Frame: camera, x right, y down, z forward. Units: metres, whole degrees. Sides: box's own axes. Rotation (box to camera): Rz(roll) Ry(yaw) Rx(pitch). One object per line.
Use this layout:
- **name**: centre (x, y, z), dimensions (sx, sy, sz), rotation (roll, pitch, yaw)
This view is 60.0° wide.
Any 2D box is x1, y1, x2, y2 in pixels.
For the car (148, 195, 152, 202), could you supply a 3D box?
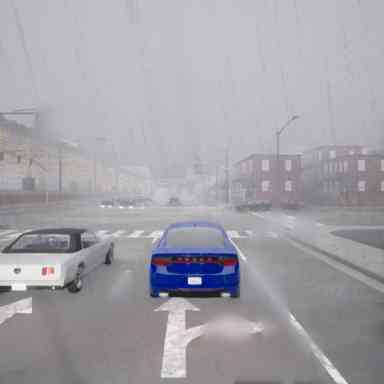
- **car**: centre (-10.417, 1.478, 76.990), dimensions (1.882, 1.535, 5.008), rotation (0, 0, 0)

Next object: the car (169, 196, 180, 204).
- **car**: centre (-3.331, 1.505, 63.892), dimensions (1.837, 1.490, 4.892), rotation (0, 0, 0)

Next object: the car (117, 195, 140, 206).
- **car**: centre (-10.520, 1.352, 55.033), dimensions (2.097, 1.767, 4.553), rotation (0, 0, 0)

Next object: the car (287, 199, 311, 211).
- **car**: centre (11.292, 1.547, 39.689), dimensions (5.357, 1.411, 2.033), rotation (0, 0, 3)

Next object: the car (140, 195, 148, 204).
- **car**: centre (-10.457, 1.507, 65.890), dimensions (1.837, 1.490, 4.892), rotation (0, 0, 1)

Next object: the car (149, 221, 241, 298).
- **car**: centre (0.075, 1.478, 8.571), dimensions (1.882, 1.535, 5.008), rotation (0, 0, 1)

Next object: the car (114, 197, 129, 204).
- **car**: centre (-13.950, 1.601, 65.946), dimensions (1.895, 1.301, 4.718), rotation (0, 0, 1)

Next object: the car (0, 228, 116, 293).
- **car**: centre (-3.420, 1.601, 8.838), dimensions (1.895, 1.301, 4.718), rotation (0, 0, 0)

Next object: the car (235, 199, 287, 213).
- **car**: centre (7.160, 1.477, 35.798), dimensions (5.008, 1.535, 1.882), rotation (0, 0, -4)

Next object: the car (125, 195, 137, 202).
- **car**: centre (-13.918, 1.524, 76.262), dimensions (1.812, 1.442, 4.674), rotation (0, 0, 0)

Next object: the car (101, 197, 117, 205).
- **car**: centre (-14.012, 1.564, 56.543), dimensions (1.994, 1.385, 4.181), rotation (0, 0, 0)
